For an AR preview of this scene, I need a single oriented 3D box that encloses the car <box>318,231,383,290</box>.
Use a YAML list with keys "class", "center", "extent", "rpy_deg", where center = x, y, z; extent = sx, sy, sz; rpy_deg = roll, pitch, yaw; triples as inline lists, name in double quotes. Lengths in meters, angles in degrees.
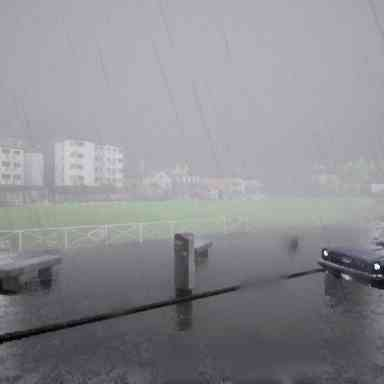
- class: "car"
  center: [5.614, 1.631, 8.497]
  extent: [4.718, 1.301, 1.895]
  rpy_deg: [0, 1, -22]
